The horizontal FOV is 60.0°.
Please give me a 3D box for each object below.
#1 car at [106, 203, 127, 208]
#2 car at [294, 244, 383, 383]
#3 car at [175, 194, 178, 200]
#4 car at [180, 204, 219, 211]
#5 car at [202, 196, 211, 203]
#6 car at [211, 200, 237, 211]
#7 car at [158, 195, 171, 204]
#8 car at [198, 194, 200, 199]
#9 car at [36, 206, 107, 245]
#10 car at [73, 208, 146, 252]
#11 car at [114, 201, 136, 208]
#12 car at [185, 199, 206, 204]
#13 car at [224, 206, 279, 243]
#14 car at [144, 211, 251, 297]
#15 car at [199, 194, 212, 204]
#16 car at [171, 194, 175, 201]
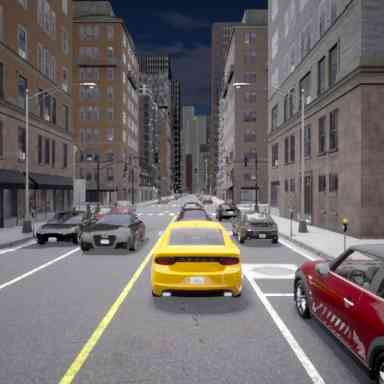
[{"bbox_3d":[-5.661,1.584,21.190,1.802,1.307,4.206,0,0,0],"label":"car"},{"bbox_3d":[2.858,1.440,4.682,1.967,1.590,4.097,0,0,0],"label":"car"},{"bbox_3d":[-5.547,1.636,90.667,1.752,1.417,4.829,0,0,0],"label":"car"},{"bbox_3d":[0.114,1.565,17.605,1.994,1.385,4.181,0,0,0],"label":"car"},{"bbox_3d":[2.930,1.578,69.357,1.752,1.417,4.829,0,0,0],"label":"car"},{"bbox_3d":[2.867,1.569,26.687,1.947,1.339,4.313,0,0,0],"label":"car"},{"bbox_3d":[-5.607,1.625,63.794,1.802,1.307,4.206,0,0,0],"label":"car"},{"bbox_3d":[2.942,1.615,74.595,2.008,1.369,4.403,0,0,0],"label":"car"},{"bbox_3d":[-5.663,1.567,15.688,1.947,1.339,4.313,0,0,0],"label":"car"},{"bbox_3d":[-3.083,1.564,13.736,1.994,1.385,4.181,0,0,0],"label":"car"},{"bbox_3d":[-5.658,1.443,26.691,1.967,1.590,4.097,0,0,0],"label":"car"},{"bbox_3d":[0.011,1.529,26.416,1.812,1.442,4.674,0,0,2],"label":"car"},{"bbox_3d":[2.862,1.552,15.685,2.008,1.369,4.403,0,0,0],"label":"car"},{"bbox_3d":[0.098,1.478,8.612,1.882,1.535,5.008,0,0,0],"label":"car"},{"bbox_3d":[2.917,1.483,63.778,1.967,1.590,4.097,0,0,0],"label":"car"},{"bbox_3d":[-5.582,1.615,74.611,2.008,1.369,4.403,0,0,0],"label":"car"}]
